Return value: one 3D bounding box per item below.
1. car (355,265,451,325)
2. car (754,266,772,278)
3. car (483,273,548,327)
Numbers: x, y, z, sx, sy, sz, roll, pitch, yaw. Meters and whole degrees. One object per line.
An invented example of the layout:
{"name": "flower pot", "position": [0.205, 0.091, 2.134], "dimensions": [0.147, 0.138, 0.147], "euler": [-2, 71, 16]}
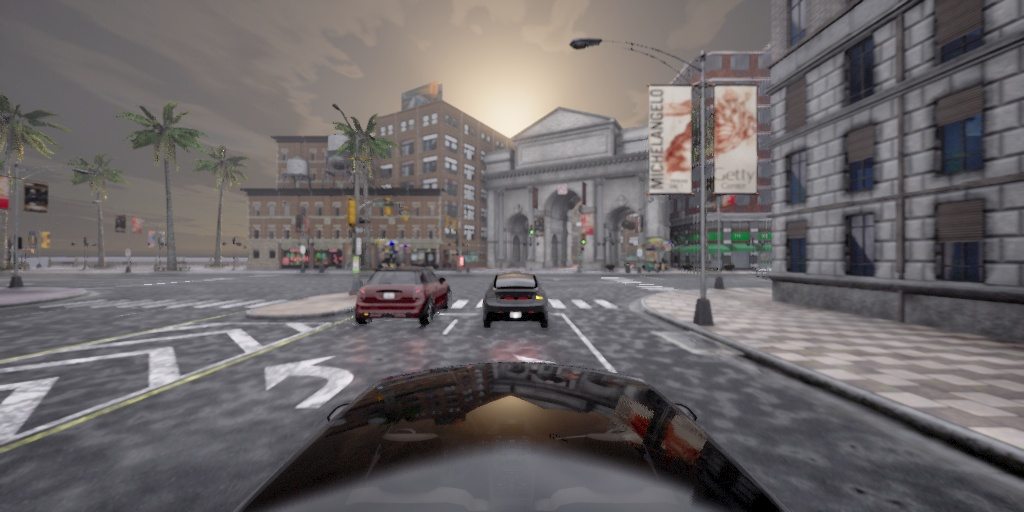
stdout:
{"name": "car", "position": [-3.412, 1.124, 12.090], "dimensions": [2.097, 1.767, 4.553], "euler": [0, 0, 0]}
{"name": "car", "position": [24.583, 1.344, 32.503], "dimensions": [4.674, 1.442, 1.812], "euler": [0, 0, 1]}
{"name": "car", "position": [0.111, 1.277, 11.659], "dimensions": [1.837, 1.490, 4.892], "euler": [0, 0, 0]}
